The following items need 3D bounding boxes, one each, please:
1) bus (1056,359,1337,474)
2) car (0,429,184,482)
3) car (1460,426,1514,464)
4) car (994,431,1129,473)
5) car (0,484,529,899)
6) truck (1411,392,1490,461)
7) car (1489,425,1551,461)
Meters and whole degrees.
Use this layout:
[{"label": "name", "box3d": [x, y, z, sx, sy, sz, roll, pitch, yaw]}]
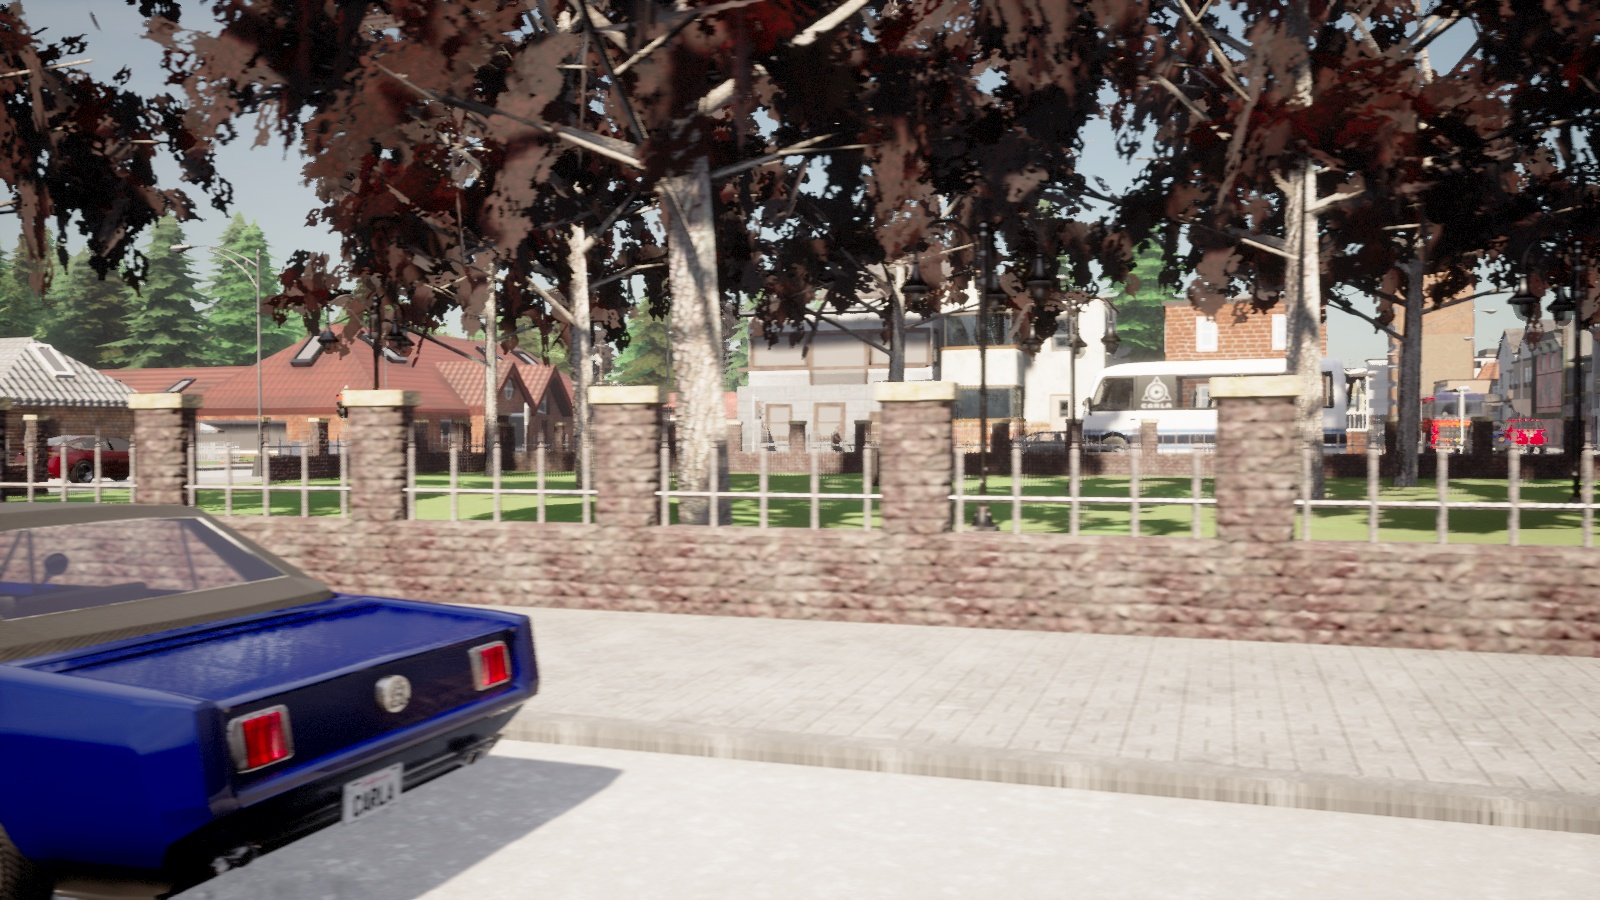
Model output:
[{"label": "bus", "box3d": [15.771, -1.293, 50.058, 10.273, 4.253, 3.944, 1, 1, 23]}, {"label": "car", "box3d": [-21.514, 0.117, 38.367, 2.163, 1.488, 4.792, 1, 1, 17]}, {"label": "car", "box3d": [34.907, -0.264, 63.880, 1.905, 1.878, 3.866, 1, 1, 21]}, {"label": "car", "box3d": [10.034, 0.048, 48.046, 4.902, 1.511, 2.128, 1, 1, 16]}, {"label": "car", "box3d": [-3.638, 0.832, 4.948, 4.718, 1.301, 1.895, 1, 1, 19]}, {"label": "truck", "box3d": [38.386, -1.380, 74.363, 2.891, 3.827, 8.468, 1, 1, 19]}, {"label": "car", "box3d": [42.684, -0.481, 74.609, 2.150, 2.045, 5.566, 1, 1, 19]}]
